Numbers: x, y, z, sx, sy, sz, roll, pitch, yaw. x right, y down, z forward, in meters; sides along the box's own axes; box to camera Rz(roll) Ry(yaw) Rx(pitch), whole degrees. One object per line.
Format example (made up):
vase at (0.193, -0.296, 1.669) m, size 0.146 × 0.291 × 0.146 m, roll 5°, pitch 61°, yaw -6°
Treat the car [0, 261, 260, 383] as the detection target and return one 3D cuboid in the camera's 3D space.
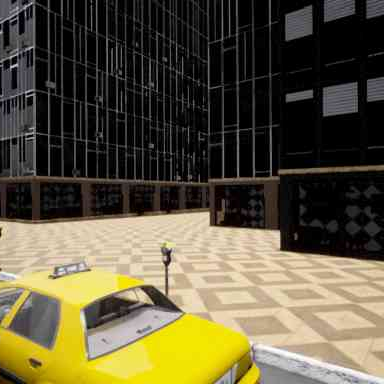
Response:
car at (-1.637, 1.526, 4.033) m, size 4.829 × 1.417 × 1.752 m, roll 0°, pitch 0°, yaw 35°
